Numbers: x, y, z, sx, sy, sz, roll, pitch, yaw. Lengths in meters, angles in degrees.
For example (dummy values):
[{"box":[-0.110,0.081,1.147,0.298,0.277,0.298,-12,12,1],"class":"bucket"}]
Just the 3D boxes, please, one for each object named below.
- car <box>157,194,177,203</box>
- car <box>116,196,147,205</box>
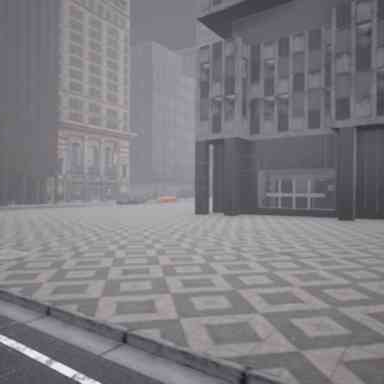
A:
[{"box":[-5.185,1.303,69.832,2.097,1.767,4.553,1,1,35],"class":"car"},{"box":[-11.377,1.710,60.913,2.033,1.411,5.357,1,1,36],"class":"car"}]
